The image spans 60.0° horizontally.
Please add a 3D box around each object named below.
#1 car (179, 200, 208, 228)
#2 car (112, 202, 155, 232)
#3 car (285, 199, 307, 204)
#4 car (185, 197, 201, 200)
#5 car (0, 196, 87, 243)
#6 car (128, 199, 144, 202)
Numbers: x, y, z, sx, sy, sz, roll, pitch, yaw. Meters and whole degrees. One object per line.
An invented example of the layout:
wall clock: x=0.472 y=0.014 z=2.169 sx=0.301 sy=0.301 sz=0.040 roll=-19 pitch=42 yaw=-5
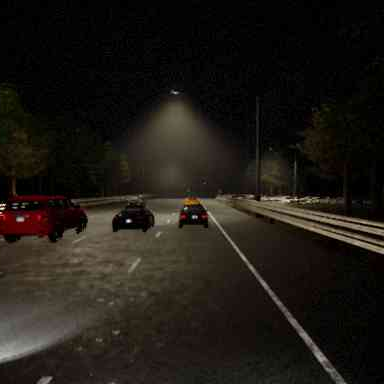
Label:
car: x=0.099 y=1.497 z=21.958 sx=2.033 sy=1.411 sz=5.357 roll=0 pitch=0 yaw=0
car: x=-3.400 y=1.521 z=19.856 sx=1.994 sy=1.385 sz=4.181 roll=0 pitch=0 yaw=0
car: x=19.546 y=1.566 z=62.531 sx=1.994 sy=1.385 sz=4.181 roll=0 pitch=1 yaw=-36
car: x=0.102 y=1.345 z=42.515 sx=1.882 sy=1.535 sz=5.008 roll=0 pitch=0 yaw=0
car: x=-6.900 y=1.191 z=16.081 sx=2.150 sy=2.045 sz=5.566 roll=0 pitch=0 yaw=0
car: x=-6.899 y=1.473 z=41.289 sx=1.895 sy=1.301 sz=4.718 roll=0 pitch=0 yaw=0
